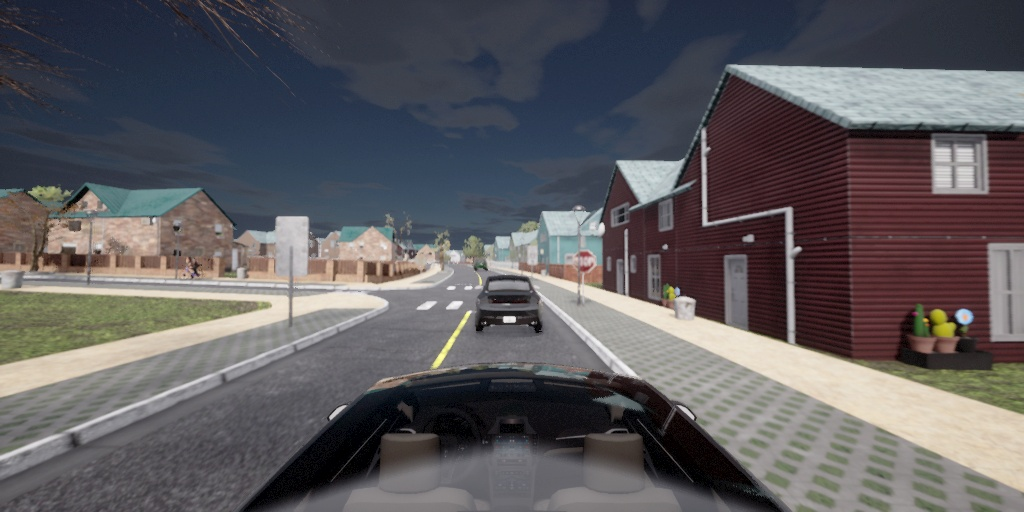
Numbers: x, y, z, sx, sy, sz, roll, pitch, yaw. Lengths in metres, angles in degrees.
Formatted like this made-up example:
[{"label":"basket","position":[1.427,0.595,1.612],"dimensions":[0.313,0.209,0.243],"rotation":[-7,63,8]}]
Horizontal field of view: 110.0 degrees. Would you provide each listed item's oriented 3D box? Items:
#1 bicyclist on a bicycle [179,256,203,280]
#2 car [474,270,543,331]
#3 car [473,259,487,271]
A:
[{"label":"bicyclist on a bicycle","position":[-21.985,0.852,24.607],"dimensions":[0.582,1.620,1.656],"rotation":[1,-1,8]},{"label":"car","position":[-0.133,1.347,11.298],"dimensions":[1.837,1.490,4.892],"rotation":[0,-1,-2]},{"label":"car","position":[-5.701,1.559,63.957],"dimensions":[2.150,2.045,5.566],"rotation":[0,-1,-10]}]
